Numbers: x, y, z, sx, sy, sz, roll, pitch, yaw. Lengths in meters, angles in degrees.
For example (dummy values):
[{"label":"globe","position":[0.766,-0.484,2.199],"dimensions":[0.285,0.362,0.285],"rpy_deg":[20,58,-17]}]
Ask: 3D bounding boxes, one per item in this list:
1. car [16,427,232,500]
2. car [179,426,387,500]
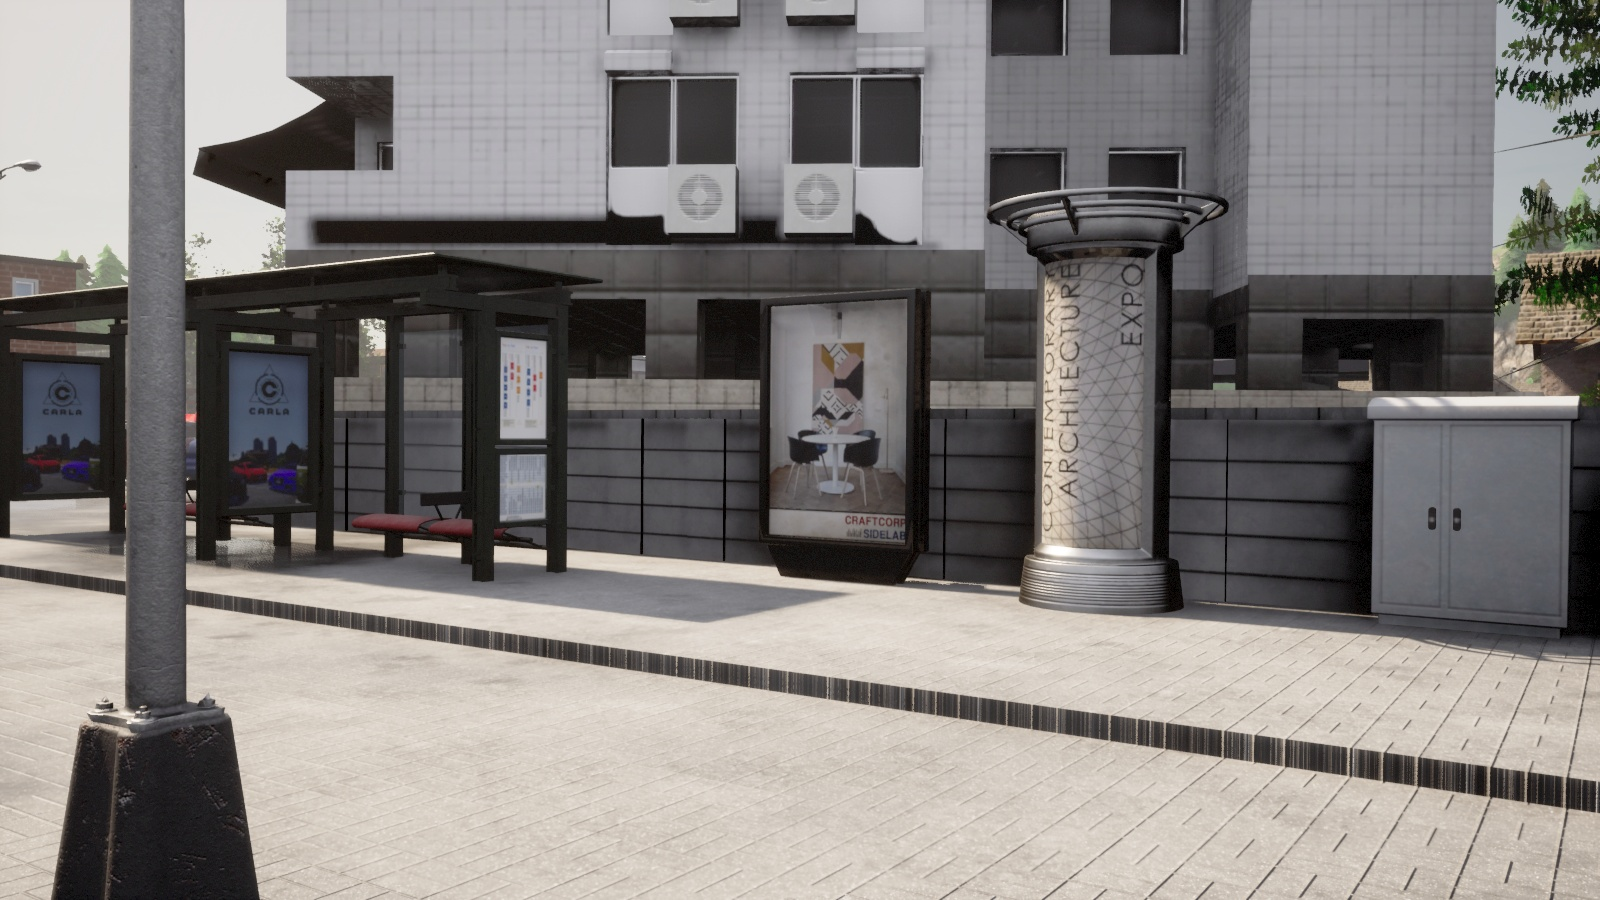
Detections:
[{"label":"car","position":[-17.698,0.298,33.090],"dimensions":[2.097,1.767,4.553],"rpy_deg":[0,1,34]},{"label":"car","position":[-13.283,0.266,32.531],"dimensions":[2.097,1.767,4.553],"rpy_deg":[0,1,34]}]
